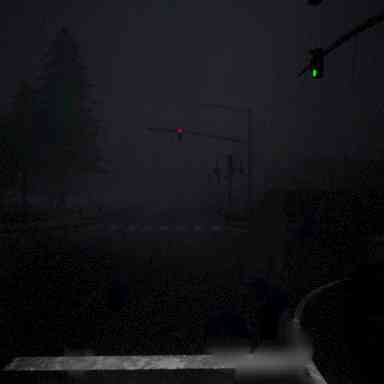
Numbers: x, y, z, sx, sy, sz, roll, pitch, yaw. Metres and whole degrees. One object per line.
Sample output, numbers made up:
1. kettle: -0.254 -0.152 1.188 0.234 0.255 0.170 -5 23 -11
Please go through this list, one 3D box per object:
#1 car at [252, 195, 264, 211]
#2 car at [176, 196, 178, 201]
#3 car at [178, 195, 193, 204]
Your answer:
1. car: 8.866 1.144 36.257 4.605 1.855 1.932 0 0 -1
2. car: -2.202 1.327 71.061 1.812 1.442 4.674 0 0 -13
3. car: -0.909 1.518 60.877 2.033 1.411 5.357 0 0 -7
